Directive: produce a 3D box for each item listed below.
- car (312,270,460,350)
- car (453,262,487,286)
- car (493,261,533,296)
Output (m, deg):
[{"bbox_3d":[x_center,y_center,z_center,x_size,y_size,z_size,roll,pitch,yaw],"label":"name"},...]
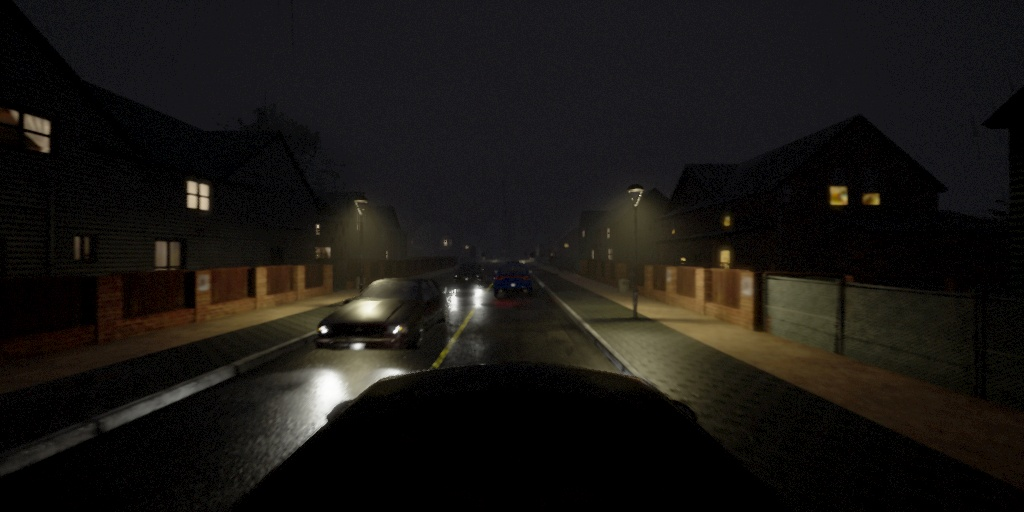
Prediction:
[{"bbox_3d":[-2.834,1.265,9.236,2.033,1.411,5.357,0,0,0],"label":"car"},{"bbox_3d":[-2.744,1.159,24.100,1.837,1.490,4.892,0,0,0],"label":"car"},{"bbox_3d":[0.067,1.152,18.833,1.882,1.535,5.008,0,0,0],"label":"car"}]
